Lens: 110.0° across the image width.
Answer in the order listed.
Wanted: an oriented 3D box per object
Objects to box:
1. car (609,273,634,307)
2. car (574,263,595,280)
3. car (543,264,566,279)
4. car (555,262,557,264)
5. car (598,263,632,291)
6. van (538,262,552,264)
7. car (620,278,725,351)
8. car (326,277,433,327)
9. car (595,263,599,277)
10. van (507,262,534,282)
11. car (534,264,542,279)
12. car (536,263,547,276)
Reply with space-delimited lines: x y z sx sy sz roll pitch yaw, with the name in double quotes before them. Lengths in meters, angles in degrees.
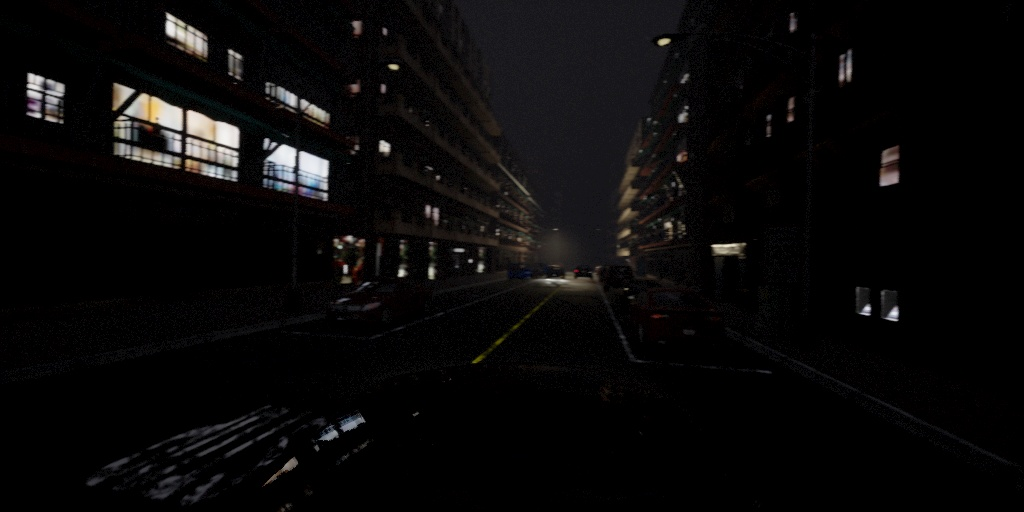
"car" 5.294 1.624 14.943 1.948 1.339 4.313 0 0 12
"car" 8.494 1.827 42.492 2.097 1.767 4.553 2 -1 12
"car" 5.094 1.925 41.328 1.994 1.385 4.181 2 -1 12
"car" 5.320 1.851 55.495 2.192 1.841 5.009 0 0 12
"car" 7.643 1.571 26.022 2.192 1.841 5.009 0 0 12
"van" 4.172 1.777 49.950 1.690 1.789 3.998 0 0 12
"car" 4.190 1.511 9.738 1.888 1.381 4.507 0 0 12
"car" -3.972 1.329 11.476 1.802 1.307 4.207 0 0 12
"car" 9.994 1.770 37.102 2.192 1.841 5.009 0 0 12
"van" 0.663 1.478 33.327 1.690 1.789 3.998 0 0 12
"car" 1.837 1.819 38.867 1.802 1.307 4.207 0 0 12
"car" 3.009 1.919 44.407 1.802 1.307 4.207 0 0 12
